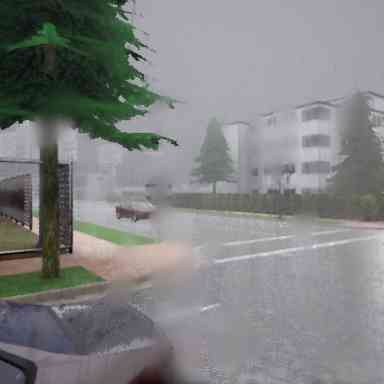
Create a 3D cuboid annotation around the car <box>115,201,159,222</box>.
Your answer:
[{"bbox_3d":[-4.420,1.474,26.310,1.882,1.535,5.008,0,0,-35],"label":"car"}]

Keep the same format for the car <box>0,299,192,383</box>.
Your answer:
[{"bbox_3d":[-2.574,1.550,2.026,5.357,1.411,2.033,0,0,-35],"label":"car"}]
